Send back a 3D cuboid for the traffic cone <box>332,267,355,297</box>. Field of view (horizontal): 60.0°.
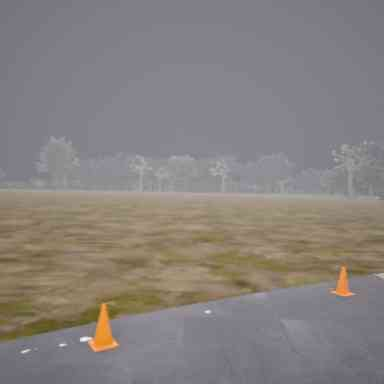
[{"bbox_3d":[3.338,1.950,7.341,0.340,0.580,0.340,1,1,-27],"label":"traffic cone"}]

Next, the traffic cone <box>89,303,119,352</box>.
[{"bbox_3d":[-1.255,1.882,4.748,0.340,0.580,0.340,1,1,-33],"label":"traffic cone"}]
